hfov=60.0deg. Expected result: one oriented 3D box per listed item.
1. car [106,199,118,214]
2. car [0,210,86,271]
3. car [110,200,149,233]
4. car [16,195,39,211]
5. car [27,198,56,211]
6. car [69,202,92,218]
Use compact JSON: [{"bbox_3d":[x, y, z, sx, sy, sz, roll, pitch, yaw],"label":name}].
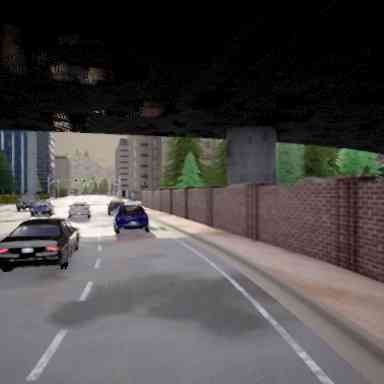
[{"bbox_3d":[-8.191,1.586,36.177,1.837,1.490,4.892,0,0,-16],"label":"car"},{"bbox_3d":[-4.924,1.590,11.182,2.033,1.411,5.357,0,0,-14],"label":"car"},{"bbox_3d":[-3.788,1.517,20.321,1.882,1.535,5.008,0,0,-15],"label":"car"},{"bbox_3d":[-21.287,1.407,43.588,2.150,2.045,5.566,0,0,-15],"label":"car"},{"bbox_3d":[-14.842,1.654,33.301,1.812,1.442,4.674,0,0,-16],"label":"car"},{"bbox_3d":[-10.291,1.619,30.649,1.812,1.442,4.674,0,0,-16],"label":"car"}]
